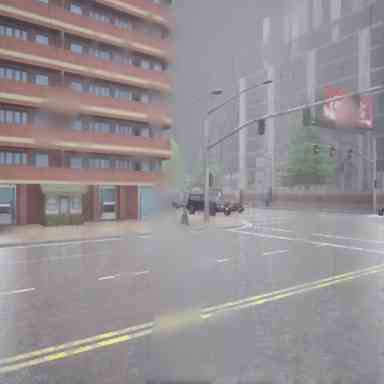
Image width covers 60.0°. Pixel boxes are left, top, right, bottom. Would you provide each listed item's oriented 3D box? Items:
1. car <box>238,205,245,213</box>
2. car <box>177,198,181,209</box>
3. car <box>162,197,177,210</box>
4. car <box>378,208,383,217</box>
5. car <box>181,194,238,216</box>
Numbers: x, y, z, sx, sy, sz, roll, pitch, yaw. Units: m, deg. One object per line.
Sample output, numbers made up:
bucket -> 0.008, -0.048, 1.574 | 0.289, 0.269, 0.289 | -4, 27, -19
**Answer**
car -> 3.562, 1.601, 36.187 | 1.895, 1.301, 4.718 | 0, 0, -35
car -> -2.180, 1.491, 44.394 | 2.128, 1.511, 4.902 | 0, 0, -35
car -> -4.259, 1.352, 41.259 | 2.097, 1.767, 4.553 | 0, 0, -35
car -> 18.088, 1.564, 27.990 | 1.994, 1.385, 4.181 | 0, 0, -35
car -> 1.639, 1.222, 32.829 | 2.150, 2.045, 5.566 | 0, 0, -35
